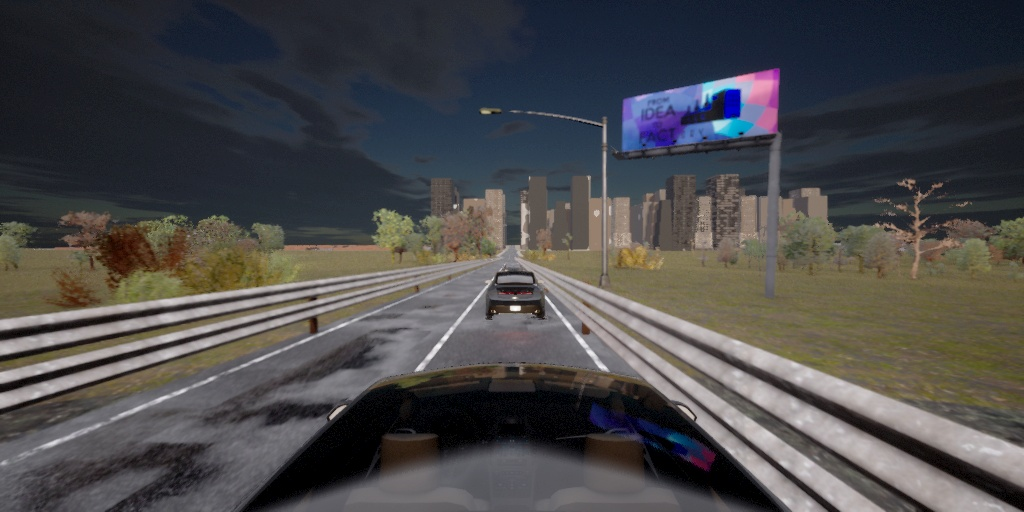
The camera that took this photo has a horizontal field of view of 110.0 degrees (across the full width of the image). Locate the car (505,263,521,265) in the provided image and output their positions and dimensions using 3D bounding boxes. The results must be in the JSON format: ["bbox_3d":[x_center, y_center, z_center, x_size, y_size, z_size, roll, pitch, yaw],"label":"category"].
[{"bbox_3d":[0.099,1.340,33.936,1.895,1.301,4.718,0,0,0],"label":"car"}]

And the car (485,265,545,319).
[{"bbox_3d":[0.099,1.251,12.674,1.837,1.490,4.892,0,0,0],"label":"car"}]
